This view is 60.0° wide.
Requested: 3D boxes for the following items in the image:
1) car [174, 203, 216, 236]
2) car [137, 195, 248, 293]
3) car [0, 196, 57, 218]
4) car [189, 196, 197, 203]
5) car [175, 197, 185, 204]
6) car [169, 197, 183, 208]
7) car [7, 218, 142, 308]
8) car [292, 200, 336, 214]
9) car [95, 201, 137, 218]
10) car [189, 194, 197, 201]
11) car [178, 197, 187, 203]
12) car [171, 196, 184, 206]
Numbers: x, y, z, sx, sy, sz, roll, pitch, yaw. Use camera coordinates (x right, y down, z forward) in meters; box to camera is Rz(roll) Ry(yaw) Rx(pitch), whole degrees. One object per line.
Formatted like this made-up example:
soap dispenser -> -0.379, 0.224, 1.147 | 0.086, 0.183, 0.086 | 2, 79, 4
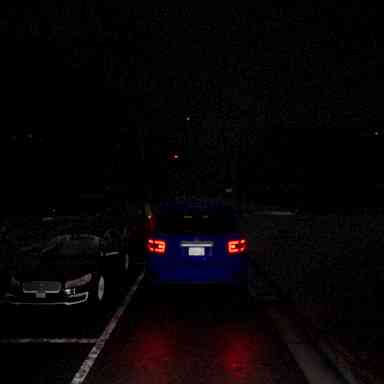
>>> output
car -> 0.187, 1.503, 19.532 | 2.128, 1.511, 4.902 | 0, 0, 1
car -> 0.124, 1.223, 8.991 | 2.150, 2.045, 5.566 | 0, 0, 1
car -> -15.577, 1.392, 30.841 | 5.566, 2.045, 2.150 | 0, 0, 0
car -> 0.260, 1.701, 75.658 | 1.882, 1.535, 5.008 | 0, 0, 0
car -> -2.406, 1.772, 68.624 | 1.802, 1.307, 4.206 | 0, 0, 0
car -> -2.465, 1.546, 51.558 | 1.967, 1.590, 4.097 | 0, 0, 0
car -> -2.612, 1.552, 7.946 | 2.008, 1.369, 4.403 | 0, 0, 0
car -> 12.321, 1.498, 33.728 | 4.181, 1.385, 1.994 | -1, 0, 0
car -> -2.594, 1.319, 13.410 | 2.192, 1.841, 5.009 | 0, 0, 0
car -> 0.296, 1.488, 86.049 | 2.097, 1.767, 4.553 | 0, 0, 0
car -> -2.368, 1.810, 80.001 | 2.008, 1.369, 4.403 | 0, 0, 0
car -> -2.445, 1.572, 57.246 | 1.967, 1.590, 4.097 | 0, 0, 0
